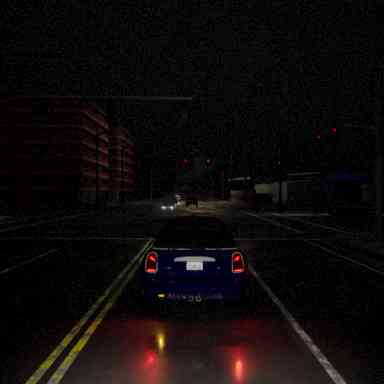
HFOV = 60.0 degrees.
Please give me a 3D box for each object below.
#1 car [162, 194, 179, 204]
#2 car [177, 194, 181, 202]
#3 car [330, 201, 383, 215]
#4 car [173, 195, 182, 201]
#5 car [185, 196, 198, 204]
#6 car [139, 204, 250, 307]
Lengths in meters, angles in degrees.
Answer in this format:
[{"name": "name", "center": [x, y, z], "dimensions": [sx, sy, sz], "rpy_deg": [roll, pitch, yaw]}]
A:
[{"name": "car", "center": [-3.706, 1.544, 53.653], "dimensions": [2.033, 1.411, 5.357], "rpy_deg": [0, 0, 0]}, {"name": "car", "center": [-3.696, 1.543, 63.739], "dimensions": [2.033, 1.411, 5.357], "rpy_deg": [0, 0, 0]}, {"name": "car", "center": [16.391, 1.599, 33.204], "dimensions": [4.718, 1.301, 1.895], "rpy_deg": [0, 0, 0]}, {"name": "car", "center": [-3.696, 1.535, 84.682], "dimensions": [2.033, 1.411, 5.357], "rpy_deg": [0, 0, 0]}, {"name": "car", "center": [-0.059, 1.501, 53.880], "dimensions": [1.837, 1.490, 4.892], "rpy_deg": [0, 0, 0]}, {"name": "car", "center": [0.056, 1.351, 8.117], "dimensions": [2.097, 1.767, 4.553], "rpy_deg": [0, 0, 0]}]
